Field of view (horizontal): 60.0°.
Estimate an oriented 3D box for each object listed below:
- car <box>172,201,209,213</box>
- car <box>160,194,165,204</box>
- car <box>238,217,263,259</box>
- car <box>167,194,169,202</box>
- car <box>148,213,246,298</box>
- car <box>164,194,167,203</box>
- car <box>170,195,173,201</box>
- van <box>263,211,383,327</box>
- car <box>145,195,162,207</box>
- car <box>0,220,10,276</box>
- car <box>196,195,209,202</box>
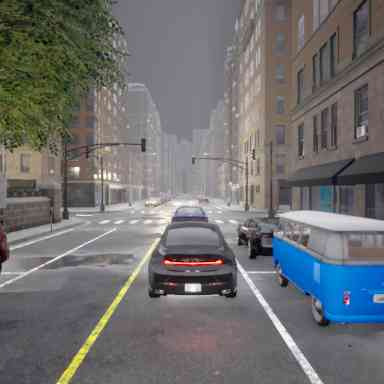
[{"bbox_3d":[-0.102,1.479,18.012,1.882,1.535,5.008,0,0,0],"label":"car"},{"bbox_3d":[-6.097,1.542,55.806,2.008,1.369,4.403,0,0,0],"label":"car"},{"bbox_3d":[2.765,1.568,12.434,1.947,1.339,4.313,0,0,0],"label":"car"},{"bbox_3d":[-6.182,1.539,66.707,1.887,1.381,4.507,0,0,0],"label":"car"},{"bbox_3d":[0.009,1.507,8.516,1.837,1.490,4.892,0,0,0],"label":"car"},{"bbox_3d":[-6.139,1.537,61.257,1.887,1.381,4.507,0,0,0],"label":"car"},{"bbox_3d":[-6.266,1.552,77.609,2.008,1.369,4.403,0,0,0],"label":"car"},{"bbox_3d":[2.809,1.343,6.774,1.690,1.788,3.998,0,0,0],"label":"van"},{"bbox_3d":[-6.053,1.517,50.186,1.752,1.417,4.829,0,0,0],"label":"car"},{"bbox_3d":[-5.716,1.317,6.668,2.192,1.841,5.009,0,0,0],"label":"car"},{"bbox_3d":[2.342,1.435,66.810,1.967,1.590,4.097,0,0,0],"label":"car"}]
